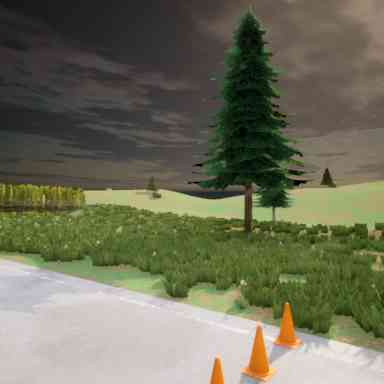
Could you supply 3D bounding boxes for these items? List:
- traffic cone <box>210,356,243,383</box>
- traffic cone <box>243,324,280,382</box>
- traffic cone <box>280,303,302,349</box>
[{"bbox_3d":[0.256,1.955,3.350,0.340,0.580,0.340,0,0,36],"label":"traffic cone"},{"bbox_3d":[0.841,1.955,4.162,0.340,0.580,0.340,0,0,36],"label":"traffic cone"},{"bbox_3d":[1.425,1.955,4.973,0.340,0.580,0.340,0,0,36],"label":"traffic cone"}]
